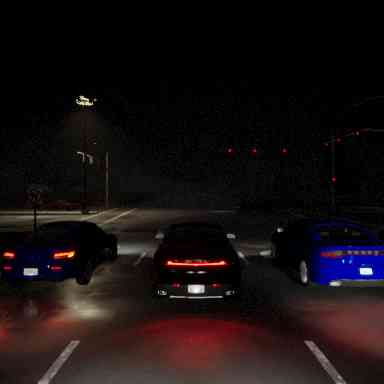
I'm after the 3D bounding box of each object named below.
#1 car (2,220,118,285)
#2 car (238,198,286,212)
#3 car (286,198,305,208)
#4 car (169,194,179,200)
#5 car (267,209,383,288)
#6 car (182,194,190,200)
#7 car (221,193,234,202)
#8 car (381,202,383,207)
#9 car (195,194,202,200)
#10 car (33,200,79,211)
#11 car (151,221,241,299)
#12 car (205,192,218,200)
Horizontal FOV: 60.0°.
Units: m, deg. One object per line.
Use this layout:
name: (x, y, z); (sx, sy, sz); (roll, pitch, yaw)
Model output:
car: (-3.414, 1.526, 9.353); (1.812, 1.442, 4.674); (0, 0, 0)
car: (7.834, 1.491, 38.481); (4.902, 1.511, 2.128); (0, 0, -1)
car: (12.959, 1.548, 46.403); (5.357, 1.411, 2.033); (0, 0, 11)
car: (-5.207, 1.350, 93.074); (2.097, 1.767, 4.553); (0, 0, 0)
car: (3.589, 1.478, 9.307); (1.882, 1.535, 5.008); (0, 0, 0)
car: (-1.709, 1.547, 92.706); (1.994, 1.385, 4.181); (0, 0, 0)
car: (8.735, 1.355, 79.076); (2.097, 1.767, 4.553); (0, 0, 0)
car: (28.719, 1.504, 45.731); (4.892, 1.490, 1.837); (0, 0, -1)
car: (1.789, 1.472, 92.275); (1.882, 1.535, 5.008); (0, 0, 0)
car: (-15.612, 1.601, 38.200); (4.718, 1.301, 1.895); (0, 0, -1)
car: (0.087, 1.505, 8.430); (1.837, 1.490, 4.892); (0, 0, 0)
car: (5.289, 1.472, 92.261); (1.882, 1.535, 5.008); (0, 0, 0)
